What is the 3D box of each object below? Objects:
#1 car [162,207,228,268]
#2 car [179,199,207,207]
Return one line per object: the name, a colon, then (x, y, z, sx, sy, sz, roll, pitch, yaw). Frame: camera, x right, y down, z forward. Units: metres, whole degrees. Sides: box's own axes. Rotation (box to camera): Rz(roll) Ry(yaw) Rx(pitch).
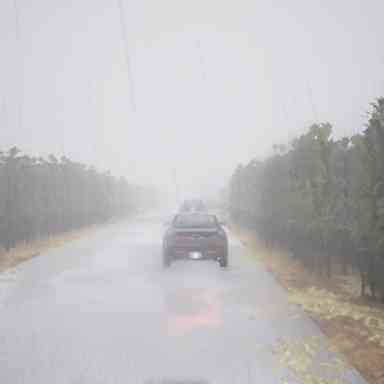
car: (0.093, 1.402, 10.884, 1.837, 1.490, 4.892, 0, -1, 0)
car: (0.087, 1.309, 26.156, 2.097, 1.767, 4.553, 0, -1, 0)
